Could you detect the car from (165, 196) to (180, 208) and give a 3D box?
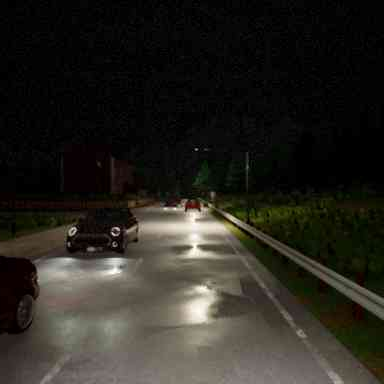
[{"bbox_3d":[-3.549,1.860,56.487,1.882,1.535,5.008,0,0,1],"label":"car"}]

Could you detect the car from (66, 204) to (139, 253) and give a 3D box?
[{"bbox_3d":[-3.561,1.448,13.996,2.097,1.767,4.553,0,0,0],"label":"car"}]

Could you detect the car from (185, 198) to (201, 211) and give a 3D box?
[{"bbox_3d":[0.102,1.659,45.439,2.097,1.767,4.553,0,0,0],"label":"car"}]

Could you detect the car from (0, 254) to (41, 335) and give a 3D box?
[{"bbox_3d":[-3.665,1.555,4.200,1.812,1.442,4.674,0,0,3],"label":"car"}]

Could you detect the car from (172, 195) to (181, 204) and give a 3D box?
[{"bbox_3d":[-3.496,1.614,72.072,2.150,2.045,5.566,0,0,0],"label":"car"}]
